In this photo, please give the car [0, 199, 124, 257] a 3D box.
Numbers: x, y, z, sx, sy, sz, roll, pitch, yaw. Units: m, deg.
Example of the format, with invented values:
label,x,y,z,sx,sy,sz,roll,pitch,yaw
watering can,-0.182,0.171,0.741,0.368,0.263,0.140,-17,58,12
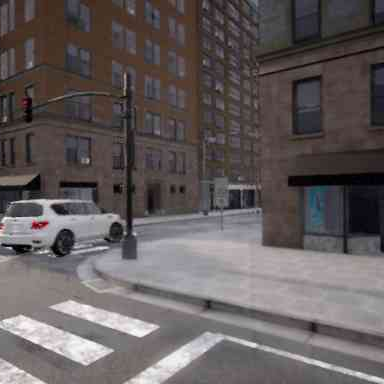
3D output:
label,x,y,z,sx,sy,sz,roll,pitch,yaw
car,-5.023,1.317,13.732,2.150,2.045,5.566,-2,-1,20
